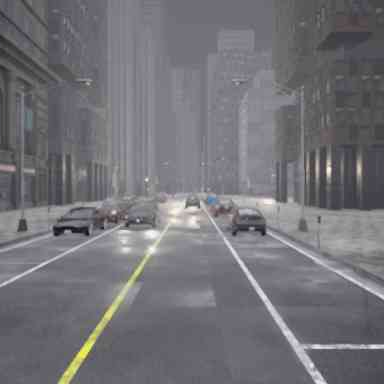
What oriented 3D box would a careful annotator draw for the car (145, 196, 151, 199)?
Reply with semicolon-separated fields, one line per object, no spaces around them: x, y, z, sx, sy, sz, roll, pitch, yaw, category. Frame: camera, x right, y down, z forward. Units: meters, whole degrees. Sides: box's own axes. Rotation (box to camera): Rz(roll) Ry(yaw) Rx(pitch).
-5.750;1.356;34.402;2.008;1.369;4.403;0;0;0;car

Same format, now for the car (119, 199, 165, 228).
-3.025;1.385;21.197;1.837;1.490;4.892;0;0;1;car

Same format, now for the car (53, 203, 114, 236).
-5.756;1.466;17.573;1.947;1.339;4.313;0;0;0;car

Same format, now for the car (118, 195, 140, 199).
-5.752;1.151;28.791;2.192;1.841;5.009;0;0;0;car

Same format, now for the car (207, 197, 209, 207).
2.775;1.387;34.402;1.802;1.307;4.206;0;0;0;car

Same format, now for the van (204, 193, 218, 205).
2.779;1.086;45.620;1.690;1.788;3.998;0;0;0;van

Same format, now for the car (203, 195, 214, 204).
2.783;1.216;57.008;1.752;1.417;4.829;0;0;0;car

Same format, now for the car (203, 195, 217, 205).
2.781;1.262;51.229;1.887;1.381;4.507;0;0;0;car

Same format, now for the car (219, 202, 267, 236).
2.769;1.450;17.575;2.008;1.369;4.403;0;0;0;car

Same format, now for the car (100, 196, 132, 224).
-5.754;1.308;23.182;1.967;1.590;4.097;0;0;0;car

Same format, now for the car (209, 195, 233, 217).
2.773;1.276;28.793;1.967;1.590;4.097;0;0;0;car

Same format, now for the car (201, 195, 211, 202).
2.788;1.224;68.056;1.802;1.307;4.206;0;0;0;car

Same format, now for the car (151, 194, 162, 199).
-5.746;1.297;45.620;2.008;1.369;4.403;0;0;0;car

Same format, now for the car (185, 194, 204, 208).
0.115;1.252;42.750;2.128;1.511;4.902;0;0;0;car

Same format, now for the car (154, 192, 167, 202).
-5.742;1.007;56.837;2.192;1.841;5.009;0;0;0;car

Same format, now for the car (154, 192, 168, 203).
-5.740;0.982;62.447;2.192;1.841;5.009;0;0;0;car

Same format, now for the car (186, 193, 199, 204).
0.122;1.041;57.349;2.097;1.767;4.553;0;0;0;car
